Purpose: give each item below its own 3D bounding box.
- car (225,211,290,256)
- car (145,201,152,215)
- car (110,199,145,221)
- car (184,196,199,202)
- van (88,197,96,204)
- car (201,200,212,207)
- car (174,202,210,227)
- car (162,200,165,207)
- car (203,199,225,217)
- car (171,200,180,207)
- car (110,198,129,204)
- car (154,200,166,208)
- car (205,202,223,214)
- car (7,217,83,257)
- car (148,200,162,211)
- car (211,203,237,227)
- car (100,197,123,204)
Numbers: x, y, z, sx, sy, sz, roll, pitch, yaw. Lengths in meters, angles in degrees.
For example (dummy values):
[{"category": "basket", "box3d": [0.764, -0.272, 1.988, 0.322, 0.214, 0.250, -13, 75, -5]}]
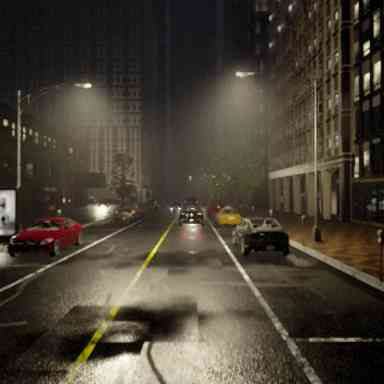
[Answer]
[{"category": "car", "box3d": [2.668, 1.678, 13.527, 2.008, 1.369, 4.403, 0, -1, 0]}, {"category": "car", "box3d": [-5.741, 1.917, 35.608, 1.802, 1.307, 4.206, 0, -1, 0]}, {"category": "car", "box3d": [-5.735, 1.723, 30.085, 1.967, 1.590, 4.097, 0, -1, 0]}, {"category": "car", "box3d": [-0.069, 1.703, 51.489, 2.150, 2.045, 5.566, 0, -1, 0]}, {"category": "van", "box3d": [-24.251, 2.063, 77.229, 3.998, 1.788, 1.690, 0, 0, 1]}, {"category": "car", "box3d": [2.731, 2.180, 63.243, 1.802, 1.307, 4.206, 0, -1, 0]}, {"category": "car", "box3d": [-0.033, 1.747, 25.208, 2.128, 1.511, 4.902, 0, -1, 0]}, {"category": "car", "box3d": [-5.823, 2.060, 52.178, 1.947, 1.339, 4.313, 0, -1, 0]}, {"category": "car", "box3d": [2.637, 1.650, 35.626, 2.192, 1.841, 5.009, 0, -1, 0]}, {"category": "car", "box3d": [-3.086, 2.215, 64.122, 1.895, 1.301, 4.718, 0, -1, 0]}, {"category": "car", "box3d": [-18.635, 2.315, 85.559, 4.403, 1.369, 2.008, 0, 0, 1]}, {"category": "car", "box3d": [-5.906, 2.130, 61.855, 1.887, 1.381, 4.507, 0, -1, 0]}, {"category": "car", "box3d": [2.631, 1.933, 41.147, 1.887, 1.381, 4.507, 0, -1, 0]}, {"category": "car", "box3d": [-5.712, 1.709, 13.512, 1.802, 1.307, 4.206, 0, -1, 0]}, {"category": "car", "box3d": [-5.757, 1.881, 46.657, 1.967, 1.590, 4.097, 0, -1, 0]}, {"category": "car", "box3d": [2.653, 1.757, 24.745, 1.752, 1.417, 4.829, 0, -1, 0]}, {"category": "car", "box3d": [-18.711, 2.044, 77.179, 5.009, 1.841, 2.192, 0, 0, 1]}]
